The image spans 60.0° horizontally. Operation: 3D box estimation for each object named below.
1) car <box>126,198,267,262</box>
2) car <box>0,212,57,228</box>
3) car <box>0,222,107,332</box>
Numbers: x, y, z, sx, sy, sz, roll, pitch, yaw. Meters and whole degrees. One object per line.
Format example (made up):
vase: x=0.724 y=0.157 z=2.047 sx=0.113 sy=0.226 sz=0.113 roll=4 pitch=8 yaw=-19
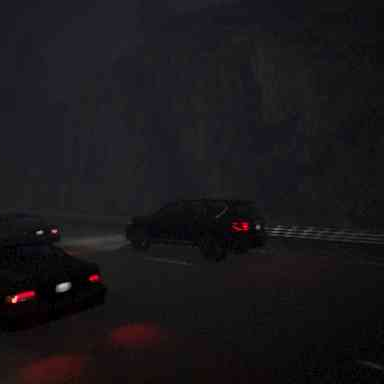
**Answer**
car: x=0.010 y=1.239 z=12.470 sx=5.566 sy=2.045 sz=2.150 roll=0 pitch=0 yaw=36
car: x=-7.664 y=1.562 z=13.806 sx=5.357 sy=1.411 sz=2.033 roll=0 pitch=0 yaw=36
car: x=-4.049 y=1.555 z=6.757 sx=5.357 sy=1.411 sz=2.033 roll=0 pitch=0 yaw=37
